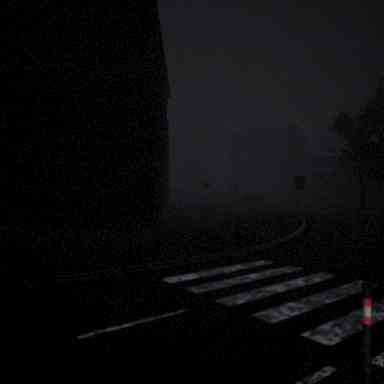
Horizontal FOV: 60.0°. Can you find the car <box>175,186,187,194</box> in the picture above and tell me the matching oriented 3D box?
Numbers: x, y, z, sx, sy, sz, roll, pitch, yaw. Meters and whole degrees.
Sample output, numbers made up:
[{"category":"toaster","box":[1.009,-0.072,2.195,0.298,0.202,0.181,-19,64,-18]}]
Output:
[{"category":"car","box":[-1.482,-0.443,68.814,2.002,1.452,4.674,6,2,12]}]

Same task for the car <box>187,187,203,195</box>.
[{"category":"car","box":[1.098,-0.187,67.222,2.231,1.521,4.892,5,2,12]}]

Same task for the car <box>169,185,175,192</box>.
[{"category":"car","box":[-4.100,-0.778,70.212,1.946,1.575,5.366,6,2,12]}]
